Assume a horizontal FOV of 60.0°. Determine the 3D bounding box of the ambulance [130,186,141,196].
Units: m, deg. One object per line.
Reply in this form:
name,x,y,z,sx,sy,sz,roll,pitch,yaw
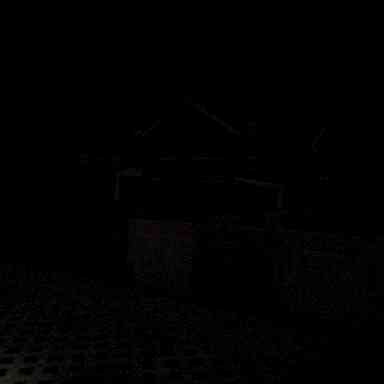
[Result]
ambulance,-6.644,0.306,49.648,2.351,2.431,6.366,4,3,35
